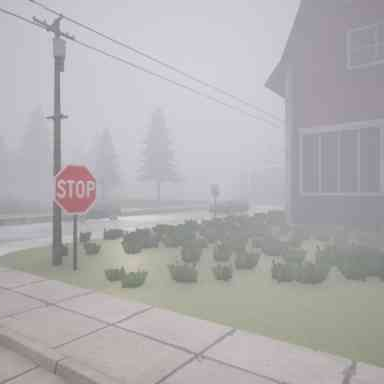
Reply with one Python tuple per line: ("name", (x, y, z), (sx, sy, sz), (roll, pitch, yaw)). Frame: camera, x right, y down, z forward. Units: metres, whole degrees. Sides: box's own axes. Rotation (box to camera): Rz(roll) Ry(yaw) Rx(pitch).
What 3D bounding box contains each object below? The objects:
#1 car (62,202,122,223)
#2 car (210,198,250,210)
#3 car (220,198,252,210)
("car", (-7.487, 1.485, 24.741), (2.128, 1.511, 4.902), (0, 0, 36))
("car", (3.796, 1.542, 33.804), (2.033, 1.411, 5.357), (0, 0, 36))
("car", (5.723, 1.500, 42.601), (1.837, 1.490, 4.892), (0, 0, 37))
